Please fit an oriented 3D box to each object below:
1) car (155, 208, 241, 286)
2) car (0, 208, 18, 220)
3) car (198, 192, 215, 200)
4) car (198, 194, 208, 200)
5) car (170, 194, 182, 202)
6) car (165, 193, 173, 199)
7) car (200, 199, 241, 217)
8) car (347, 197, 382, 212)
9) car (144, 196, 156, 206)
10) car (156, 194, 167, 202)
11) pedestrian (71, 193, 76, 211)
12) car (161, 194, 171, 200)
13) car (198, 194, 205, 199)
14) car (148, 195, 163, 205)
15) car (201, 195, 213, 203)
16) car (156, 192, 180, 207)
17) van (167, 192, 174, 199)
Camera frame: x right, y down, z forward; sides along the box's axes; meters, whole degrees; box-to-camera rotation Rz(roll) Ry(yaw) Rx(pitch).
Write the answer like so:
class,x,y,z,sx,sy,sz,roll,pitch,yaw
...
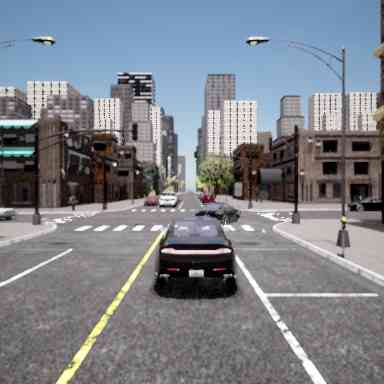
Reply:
class,x,y,z,sx,sy,sz,roll,pitch,yaw
car,0.081,1.436,9.231,2.128,1.511,4.902,0,0,0
car,-16.622,1.616,26.562,4.718,1.301,1.895,-1,0,0
car,2.573,1.014,53.605,2.192,1.841,5.009,0,0,0
car,2.523,1.145,75.708,2.008,1.369,4.403,0,0,0
car,-3.145,1.189,65.513,2.033,1.411,5.357,0,0,0
car,-5.881,1.074,86.568,1.752,1.417,4.829,0,0,0
car,1.847,1.423,22.545,1.994,1.385,4.181,-1,0,27
car,17.417,1.164,32.437,4.313,1.339,1.947,-1,1,0
car,-5.883,1.272,48.066,1.887,1.381,4.507,0,0,0
car,-5.831,1.172,64.468,1.752,1.417,4.829,0,0,0
pedestrian,-12.589,1.080,35.307,0.375,1.860,0.375,0,1,0
car,-5.857,1.177,75.689,1.802,1.307,4.206,0,0,0
car,2.499,1.130,86.757,1.802,1.307,4.206,0,0,0
car,-5.808,1.265,53.587,1.947,1.339,4.313,0,0,0
car,2.560,1.238,59.132,1.947,1.339,4.313,0,0,0
car,-3.185,0.964,45.127,2.150,2.045,5.566,0,0,0
van,-5.893,0.867,92.263,1.690,1.788,3.998,0,0,0
